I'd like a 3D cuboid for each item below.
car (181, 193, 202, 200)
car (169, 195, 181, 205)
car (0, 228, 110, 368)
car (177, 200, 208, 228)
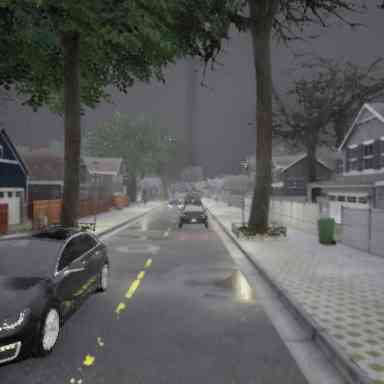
[{"bbox_3d":[0.107,1.190,42.205,2.150,2.045,5.566,0,0,0],"label":"car"},{"bbox_3d":[-2.758,1.304,56.491,2.097,1.767,4.553,0,0,0],"label":"car"},{"bbox_3d":[-2.849,1.502,6.082,1.837,1.490,4.892,0,0,0],"label":"car"},{"bbox_3d":[0.105,1.512,22.174,1.812,1.442,4.674,0,0,0],"label":"car"}]
